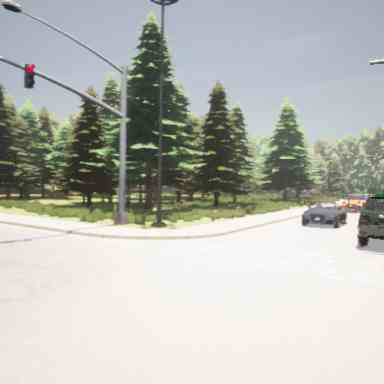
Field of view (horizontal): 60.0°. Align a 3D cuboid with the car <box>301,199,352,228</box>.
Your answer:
[{"bbox_3d":[8.041,1.296,20.031,1.994,1.385,4.181,2,2,34],"label":"car"}]

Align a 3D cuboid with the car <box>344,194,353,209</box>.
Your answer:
[{"bbox_3d":[15.424,0.996,31.107,2.097,1.767,4.553,2,2,34],"label":"car"}]

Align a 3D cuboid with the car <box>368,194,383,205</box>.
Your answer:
[{"bbox_3d":[26.278,1.052,47.268,1.812,1.442,4.674,2,1,34],"label":"car"}]

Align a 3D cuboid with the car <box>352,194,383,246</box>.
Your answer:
[{"bbox_3d":[8.349,1.097,13.802,2.150,2.045,5.566,2,2,34],"label":"car"}]
